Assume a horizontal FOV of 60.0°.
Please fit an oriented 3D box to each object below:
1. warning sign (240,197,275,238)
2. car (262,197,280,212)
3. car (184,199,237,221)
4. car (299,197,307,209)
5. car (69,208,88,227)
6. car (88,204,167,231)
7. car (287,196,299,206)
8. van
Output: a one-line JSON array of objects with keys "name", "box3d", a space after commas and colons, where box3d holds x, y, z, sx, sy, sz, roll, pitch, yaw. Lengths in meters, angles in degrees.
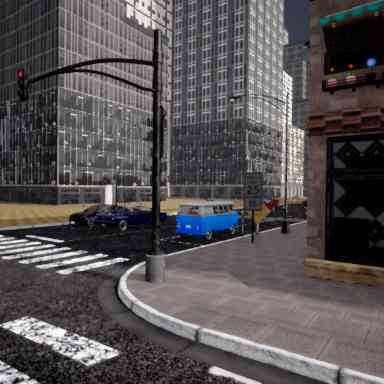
[{"name": "warning sign", "box3d": [3.184, 1.177, 16.086, 1.300, 1.860, 1.060, 1, 1, 35]}, {"name": "car", "box3d": [7.536, 1.505, 36.247, 1.895, 1.301, 4.718, 1, 1, 36]}, {"name": "car", "box3d": [1.678, 1.413, 28.044, 2.128, 1.511, 4.902, 1, 1, 35]}, {"name": "car", "box3d": [15.638, 1.415, 42.204, 1.882, 1.535, 5.008, 1, 1, 36]}, {"name": "car", "box3d": [-5.921, 1.467, 21.852, 1.947, 1.339, 4.313, 1, 1, 35]}, {"name": "car", "box3d": [-3.711, 1.540, 20.493, 1.895, 1.301, 4.718, 1, 1, 35]}, {"name": "car", "box3d": [16.469, 1.363, 53.243, 1.752, 1.417, 4.829, 1, 1, 35]}, {"name": "van", "box3d": [0.904, 1.368, 16.983, 1.690, 1.788, 3.998, 1, 1, 35]}]
